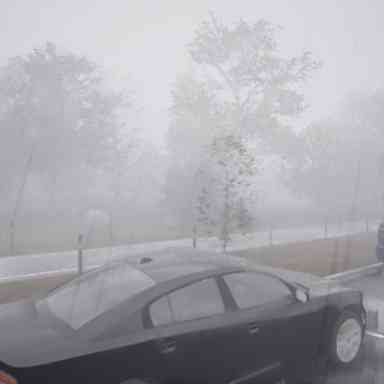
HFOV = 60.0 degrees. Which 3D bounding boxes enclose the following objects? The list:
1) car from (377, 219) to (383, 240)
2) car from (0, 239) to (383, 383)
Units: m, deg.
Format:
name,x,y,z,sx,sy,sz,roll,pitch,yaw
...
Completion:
name,x,y,z,sx,sy,sz,roll,pitch,yaw
car,7.468,1.229,9.380,5.566,2.045,2.435,0,0,-33
car,0.178,1.499,4.181,5.008,1.535,2.097,0,0,-33
